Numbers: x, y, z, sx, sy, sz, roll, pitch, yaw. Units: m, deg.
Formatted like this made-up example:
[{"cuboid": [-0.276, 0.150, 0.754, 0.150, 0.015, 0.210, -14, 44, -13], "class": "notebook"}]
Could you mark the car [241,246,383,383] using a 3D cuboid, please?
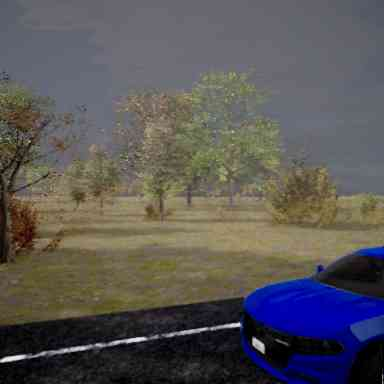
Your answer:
[{"cuboid": [3.124, 1.574, 4.928, 5.008, 1.535, 1.882, 0, -2, -21], "class": "car"}]
